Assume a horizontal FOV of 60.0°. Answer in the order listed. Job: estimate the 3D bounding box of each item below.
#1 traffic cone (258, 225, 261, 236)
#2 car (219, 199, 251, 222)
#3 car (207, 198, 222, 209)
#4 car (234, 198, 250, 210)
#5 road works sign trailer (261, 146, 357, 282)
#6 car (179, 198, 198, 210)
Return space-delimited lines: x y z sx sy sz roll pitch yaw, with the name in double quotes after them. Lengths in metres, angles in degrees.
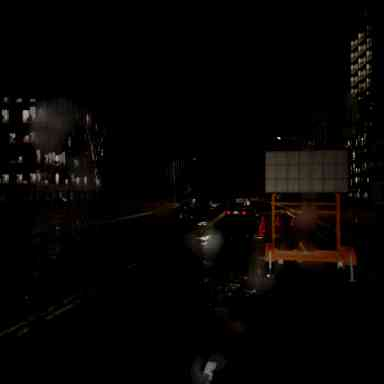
3.547 1.945 17.043 0.340 0.580 0.340 0 0 13 "traffic cone"
3.612 1.527 26.098 2.033 1.411 5.357 0 0 11 "car"
3.055 1.479 43.519 1.812 1.442 4.674 0 0 8 "car"
6.591 1.551 43.782 1.895 1.301 4.718 0 0 8 "car"
3.352 0.460 9.910 2.380 3.560 2.880 0 0 13 "road works sign trailer"
-0.397 1.505 42.310 2.033 1.411 5.357 0 0 9 "car"
